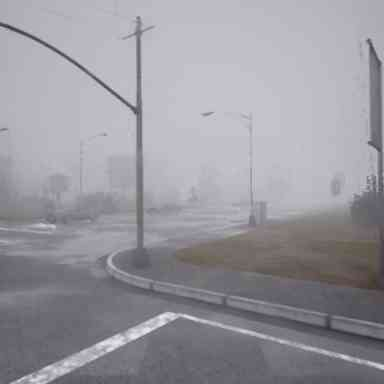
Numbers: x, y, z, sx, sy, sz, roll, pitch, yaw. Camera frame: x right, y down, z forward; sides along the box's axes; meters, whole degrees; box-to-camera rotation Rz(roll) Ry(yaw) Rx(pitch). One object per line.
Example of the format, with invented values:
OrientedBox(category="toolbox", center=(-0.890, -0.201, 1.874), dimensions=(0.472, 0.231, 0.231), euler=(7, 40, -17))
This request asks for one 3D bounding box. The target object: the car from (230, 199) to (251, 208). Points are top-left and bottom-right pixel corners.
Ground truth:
OrientedBox(category="car", center=(8.189, 1.807, 55.220), dimensions=(2.033, 1.411, 5.357), euler=(-1, 0, 33))

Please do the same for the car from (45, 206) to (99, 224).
OrientedBox(category="car", center=(-9.674, 1.805, 27.058), dimensions=(1.994, 1.385, 4.181), euler=(-1, 0, 32))

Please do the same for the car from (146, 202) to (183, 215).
OrientedBox(category="car", center=(-3.067, 1.849, 37.540), dimensions=(1.895, 1.301, 4.718), euler=(-1, 0, 32))
